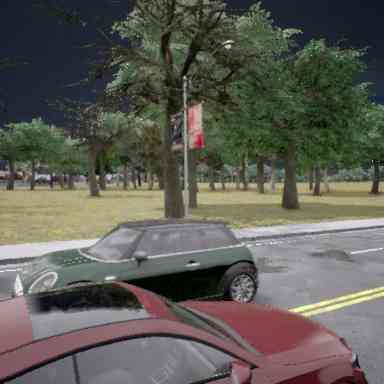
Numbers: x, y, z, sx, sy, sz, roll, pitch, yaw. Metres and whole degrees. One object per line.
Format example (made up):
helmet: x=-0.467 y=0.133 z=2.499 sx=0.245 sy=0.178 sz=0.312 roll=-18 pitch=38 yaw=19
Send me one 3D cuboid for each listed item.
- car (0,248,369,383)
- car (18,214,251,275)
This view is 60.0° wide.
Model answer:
car: x=-0.606 y=1.526 z=2.668 sx=4.674 sy=1.442 sz=1.812 roll=0 pitch=0 yaw=-30
car: x=-0.943 y=1.350 z=6.461 sx=4.553 sy=1.767 sz=2.097 roll=0 pitch=0 yaw=-30
